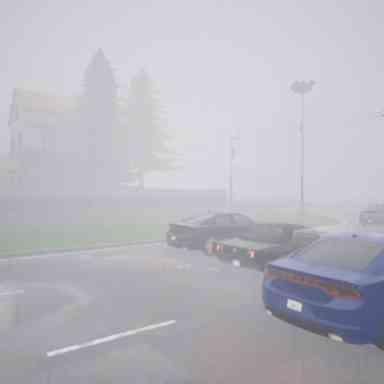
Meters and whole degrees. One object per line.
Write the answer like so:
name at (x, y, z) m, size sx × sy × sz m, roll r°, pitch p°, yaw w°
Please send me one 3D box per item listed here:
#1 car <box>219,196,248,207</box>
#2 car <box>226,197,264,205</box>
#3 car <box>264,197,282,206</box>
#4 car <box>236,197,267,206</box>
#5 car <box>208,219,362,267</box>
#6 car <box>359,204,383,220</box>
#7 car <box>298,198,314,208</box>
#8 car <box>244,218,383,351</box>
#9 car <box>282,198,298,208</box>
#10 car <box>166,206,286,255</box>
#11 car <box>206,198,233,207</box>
car at (6.878, 1.550, 55.818) m, size 1.882 × 1.535 × 5.008 m, roll 0°, pitch 0°, yaw -36°
car at (6.798, 1.659, 43.964) m, size 1.895 × 1.301 × 4.718 m, roll 0°, pitch 0°, yaw -36°
car at (9.546, 1.556, 46.141) m, size 2.128 × 1.511 × 4.902 m, roll 0°, pitch 0°, yaw -36°
car at (10.167, 1.626, 57.256) m, size 2.033 × 1.411 × 5.357 m, roll 0°, pitch 0°, yaw -36°
car at (2.993, 1.616, 10.185) m, size 4.718 × 1.301 × 1.895 m, roll 0°, pitch 0°, yaw -36°
car at (12.706, 1.535, 21.418) m, size 4.902 × 1.511 × 2.128 m, roll 0°, pitch 0°, yaw -36°
car at (15.780, 1.604, 49.473) m, size 1.812 × 1.442 × 4.674 m, roll 0°, pitch 0°, yaw -36°
car at (3.500, 1.490, 6.252) m, size 5.008 × 1.535 × 1.882 m, roll 0°, pitch 0°, yaw -35°
car at (12.407, 1.576, 48.162) m, size 1.837 × 1.490 × 4.892 m, roll 0°, pitch 0°, yaw -36°
car at (1.348, 1.494, 13.313) m, size 5.008 × 1.535 × 1.882 m, roll 0°, pitch 0°, yaw -35°
car at (4.337, 1.629, 53.337) m, size 1.994 × 1.385 × 4.181 m, roll 0°, pitch 0°, yaw -37°
